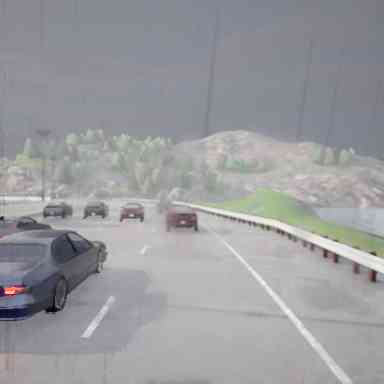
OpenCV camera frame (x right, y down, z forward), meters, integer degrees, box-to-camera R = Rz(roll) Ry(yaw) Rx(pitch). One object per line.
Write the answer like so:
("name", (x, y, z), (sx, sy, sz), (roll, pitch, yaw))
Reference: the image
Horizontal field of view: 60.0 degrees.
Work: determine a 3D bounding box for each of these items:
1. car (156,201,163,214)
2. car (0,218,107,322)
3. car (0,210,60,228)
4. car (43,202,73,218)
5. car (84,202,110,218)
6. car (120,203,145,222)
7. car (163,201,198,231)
("car", (-3.028, 1.712, 38.269), (2.033, 1.411, 5.357), (0, 0, -10))
("car", (-3.429, 1.598, 7.669), (2.033, 1.411, 5.357), (0, 0, -1))
("car", (-7.192, 1.658, 13.437), (1.994, 1.385, 4.181), (0, 0, -3))
("car", (-12.521, 1.686, 31.307), (2.128, 1.511, 4.902), (0, 0, -8))
("car", (-9.021, 1.679, 31.575), (1.837, 1.490, 4.892), (0, 0, -8))
("car", (-5.016, 1.664, 28.213), (1.812, 1.442, 4.674), (0, 0, -7))
("car", (-0.731, 1.564, 21.203), (1.882, 1.535, 5.008), (0, 0, -5))
